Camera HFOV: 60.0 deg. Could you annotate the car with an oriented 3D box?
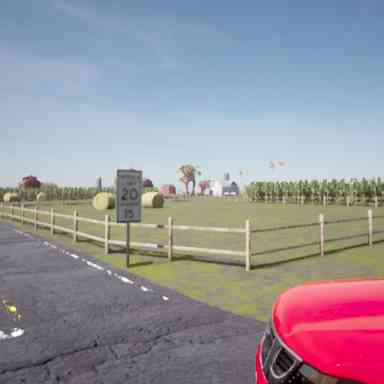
[{"bbox_3d":[3.265,1.220,2.353,5.566,2.045,2.150,-1,-1,13],"label":"car"}]
